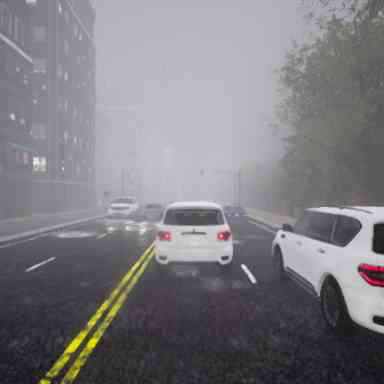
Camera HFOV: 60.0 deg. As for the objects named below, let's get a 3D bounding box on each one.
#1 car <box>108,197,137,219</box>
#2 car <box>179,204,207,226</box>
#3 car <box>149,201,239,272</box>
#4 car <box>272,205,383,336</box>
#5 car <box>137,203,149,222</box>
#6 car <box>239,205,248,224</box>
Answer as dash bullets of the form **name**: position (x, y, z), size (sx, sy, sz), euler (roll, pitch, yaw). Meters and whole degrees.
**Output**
- **car**: position (-6.631, 1.483, 32.690), size (2.150, 2.045, 5.566), euler (0, -1, 0)
- **car**: position (0.060, 1.760, 26.856), size (2.033, 1.411, 5.357), euler (0, 0, 0)
- **car**: position (0.069, 1.312, 11.192), size (2.150, 2.045, 5.566), euler (0, 0, 0)
- **car**: position (3.294, 1.279, 6.901), size (2.150, 2.045, 5.566), euler (0, 0, 0)
- **car**: position (-3.378, 1.758, 29.302), size (1.812, 1.442, 4.674), euler (0, -1, 0)
- **car**: position (3.309, 1.760, 26.843), size (2.033, 1.411, 5.357), euler (0, 0, 0)
